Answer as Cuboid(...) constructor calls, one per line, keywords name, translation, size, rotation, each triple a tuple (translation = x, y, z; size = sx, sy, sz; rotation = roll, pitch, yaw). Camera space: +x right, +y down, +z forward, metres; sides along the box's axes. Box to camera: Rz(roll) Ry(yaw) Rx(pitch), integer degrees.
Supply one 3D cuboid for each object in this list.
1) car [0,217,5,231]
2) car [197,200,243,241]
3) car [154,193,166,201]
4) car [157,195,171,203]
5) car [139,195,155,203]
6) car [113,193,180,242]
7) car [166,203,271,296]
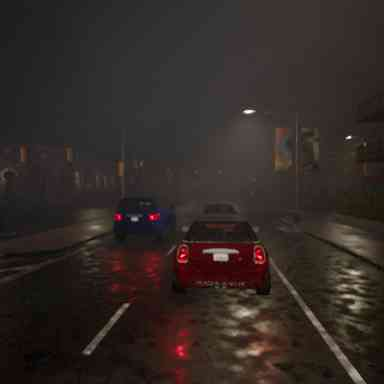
Cuboid(name="car", translation=(-10.505, 1.539, 14.387), size=(2.033, 1.411, 5.357), rotation=(0, 0, 5))
Cuboid(name="car", translation=(1.469, 1.340, 17.607), size=(2.097, 1.767, 4.553), rotation=(0, 0, 5))
Cuboid(name="car", translation=(-8.060, 1.170, 84.645), size=(2.150, 2.045, 5.566), rotation=(0, 0, 5))
Cuboid(name="car", translation=(-5.854, 1.477, 69.077), size=(2.128, 1.511, 4.902), rotation=(0, 0, 5))
Cuboid(name="car", translation=(-9.346, 1.481, 69.311), size=(2.128, 1.511, 4.902), rotation=(0, 0, 5))
Cuboid(name="car", translation=(-2.137, 1.211, 16.407), size=(2.150, 2.045, 5.566), rotation=(0, 0, 5))
Cuboid(name="car", translation=(0.759, 1.346, 8.900), size=(2.097, 1.767, 4.553), rotation=(0, 0, 5))
